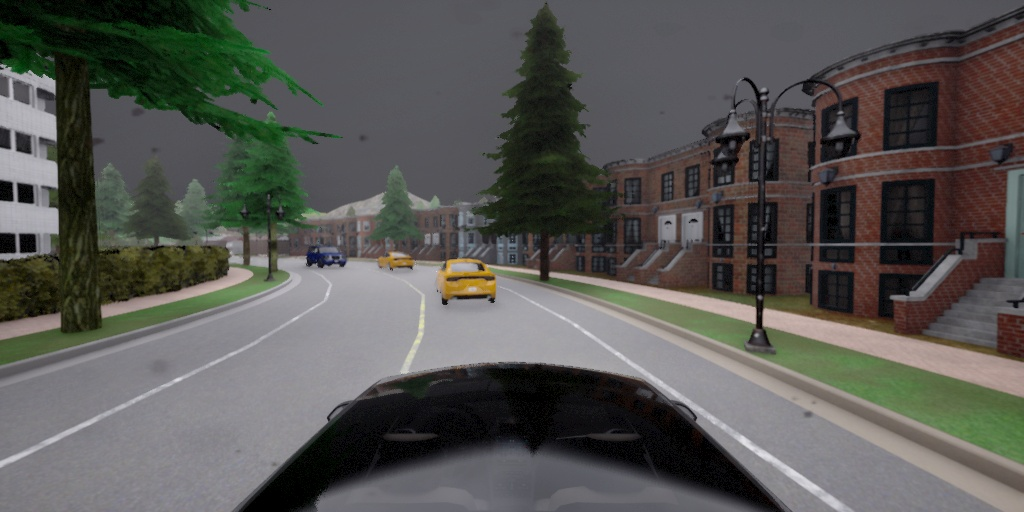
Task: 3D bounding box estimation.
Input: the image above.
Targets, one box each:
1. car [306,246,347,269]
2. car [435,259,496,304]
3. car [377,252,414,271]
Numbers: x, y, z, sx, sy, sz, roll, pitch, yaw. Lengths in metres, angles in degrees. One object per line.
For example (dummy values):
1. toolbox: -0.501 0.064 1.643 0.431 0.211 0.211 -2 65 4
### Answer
1. car: -17.600 0.061 33.812 5.566 2.045 2.150 1 2 44
2. car: -1.931 0.864 14.113 1.882 1.535 5.008 0 2 -15
3. car: -10.021 0.394 30.618 1.882 1.535 5.008 -1 2 -36
